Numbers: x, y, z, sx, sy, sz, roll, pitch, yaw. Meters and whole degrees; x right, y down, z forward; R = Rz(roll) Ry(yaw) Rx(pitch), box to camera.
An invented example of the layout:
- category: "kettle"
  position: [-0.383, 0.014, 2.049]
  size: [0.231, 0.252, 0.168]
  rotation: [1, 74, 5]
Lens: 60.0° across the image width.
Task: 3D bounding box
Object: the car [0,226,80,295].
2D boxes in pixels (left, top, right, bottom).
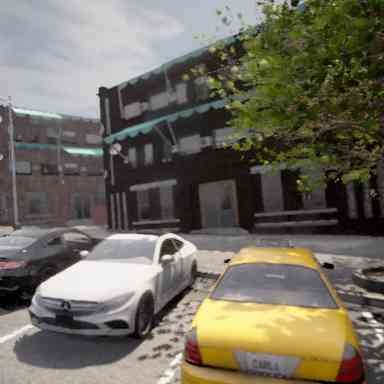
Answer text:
- category: "car"
  position: [-3.632, 1.620, 8.691]
  size: [2.002, 1.452, 4.674]
  rotation: [-1, -1, 16]

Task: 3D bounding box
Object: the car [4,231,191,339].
- category: "car"
  position: [-1.164, 1.584, 6.935]
  size: [2.002, 1.452, 4.674]
  rotation: [0, -1, 16]

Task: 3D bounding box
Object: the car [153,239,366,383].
- category: "car"
  position: [1.337, 1.508, 5.345]
  size: [1.946, 1.575, 5.366]
  rotation: [-1, -1, 16]
